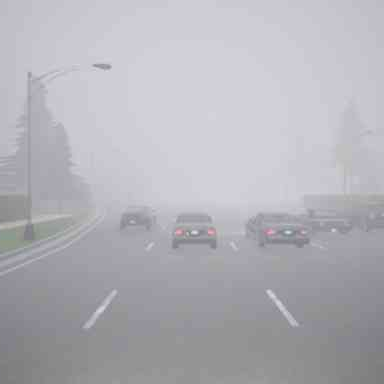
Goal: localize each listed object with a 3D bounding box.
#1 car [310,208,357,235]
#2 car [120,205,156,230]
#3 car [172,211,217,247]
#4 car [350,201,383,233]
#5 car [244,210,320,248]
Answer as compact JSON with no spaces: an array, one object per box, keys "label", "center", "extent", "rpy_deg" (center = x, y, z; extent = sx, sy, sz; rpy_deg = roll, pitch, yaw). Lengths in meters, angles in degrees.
[{"label":"car","center":[7.100,1.622,18.832],"extent":[1.895,1.301,4.718],"rpy_deg":[0,0,0]},{"label":"car","center":[-3.400,1.549,21.402],"extent":[1.812,1.442,4.674],"rpy_deg":[0,0,0]},{"label":"car","center":[0.100,1.564,14.950],"extent":[2.033,1.411,5.357],"rpy_deg":[0,0,0]},{"label":"car","center":[10.599,1.374,20.116],"extent":[2.097,1.767,4.553],"rpy_deg":[0,0,0]},{"label":"car","center":[3.600,1.564,14.949],"extent":[2.033,1.411,5.357],"rpy_deg":[0,0,0]}]
